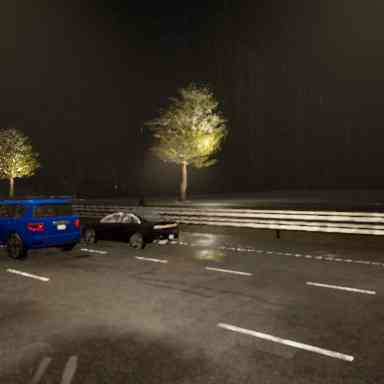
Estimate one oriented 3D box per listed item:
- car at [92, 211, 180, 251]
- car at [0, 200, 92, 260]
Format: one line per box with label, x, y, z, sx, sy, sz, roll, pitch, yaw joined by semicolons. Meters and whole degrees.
car;-2.789;1.571;14.586;4.902;1.511;2.128;0;0;36
car;-6.700;1.319;13.076;5.566;2.045;2.150;0;0;35
